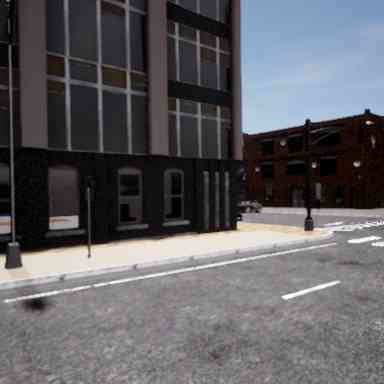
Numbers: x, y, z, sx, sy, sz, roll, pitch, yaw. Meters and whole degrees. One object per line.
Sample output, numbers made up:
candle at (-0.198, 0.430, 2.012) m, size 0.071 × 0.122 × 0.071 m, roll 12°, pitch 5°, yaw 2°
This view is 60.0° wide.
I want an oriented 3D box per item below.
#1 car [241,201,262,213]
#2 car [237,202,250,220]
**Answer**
car at (6.170, 1.709, 38.787) m, size 2.008 × 1.369 × 4.403 m, roll -2°, pitch 1°, yaw -37°
car at (2.553, 1.789, 29.191) m, size 1.947 × 1.339 × 4.313 m, roll -2°, pitch 0°, yaw -37°
